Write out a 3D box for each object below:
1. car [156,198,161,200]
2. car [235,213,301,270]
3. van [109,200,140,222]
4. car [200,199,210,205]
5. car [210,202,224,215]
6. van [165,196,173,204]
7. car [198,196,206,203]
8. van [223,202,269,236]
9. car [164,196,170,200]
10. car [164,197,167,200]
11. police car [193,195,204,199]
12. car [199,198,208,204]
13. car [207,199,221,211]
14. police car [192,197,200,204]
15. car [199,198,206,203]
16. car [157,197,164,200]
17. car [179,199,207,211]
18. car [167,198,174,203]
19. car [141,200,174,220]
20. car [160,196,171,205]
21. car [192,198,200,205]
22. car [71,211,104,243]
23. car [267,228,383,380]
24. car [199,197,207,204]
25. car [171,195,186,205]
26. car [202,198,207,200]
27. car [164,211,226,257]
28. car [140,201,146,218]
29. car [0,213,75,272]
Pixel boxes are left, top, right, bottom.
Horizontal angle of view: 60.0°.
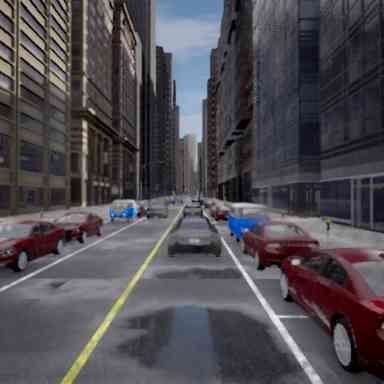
[{"bbox_3d":[-5.762,1.925,44.770,1.947,1.339,4.313,0,0,0],"label":"car"},{"bbox_3d":[2.766,1.635,11.169,1.887,1.381,4.507,0,0,0],"label":"car"},{"bbox_3d":[-5.760,1.566,27.967,1.690,1.788,3.998,0,0,0],"label":"van"},{"bbox_3d":[2.760,2.153,72.791,1.947,1.339,4.313,0,0,0],"label":"car"},{"bbox_3d":[2.764,1.769,27.976,1.887,1.381,4.507,0,0,0],"label":"car"},{"bbox_3d":[-5.765,2.023,83.982,1.690,1.788,3.998,0,0,0],"label":"van"},{"bbox_3d":[2.759,2.093,95.200,2.192,1.841,5.009,0,-1,0],"label":"car"},{"bbox_3d":[2.766,1.476,16.773,1.690,1.788,3.998,0,0,0],"label":"van"},{"bbox_3d":[-5.763,1.810,61.576,2.192,1.841,5.009,0,0,0],"label":"car"},{"bbox_3d":[-5.763,2.015,55.972,1.947,1.339,4.313,0,0,0],"label":"car"},{"bbox_3d":[0.855,1.966,67.148,1.930,1.638,5.238,0,0,0],"label":"police car"},{"bbox_3d":[2.760,2.185,78.392,2.008,1.369,4.403,0,0,0],"label":"car"},{"bbox_3d":[2.764,1.710,33.578,1.967,1.590,4.097,0,0,0],"label":"car"},{"bbox_3d":[0.894,2.100,83.150,1.930,1.638,5.238,0,0,0],"label":"police car"},{"bbox_3d":[2.759,2.312,89.596,1.802,1.307,4.206,0,0,0],"label":"car"},{"bbox_3d":[-5.762,1.845,50.372,1.967,1.590,4.097,0,0,0],"label":"car"},{"bbox_3d":[0.096,1.751,32.338,2.128,1.511,4.902,0,0,0],"label":"car"},{"bbox_3d":[-5.766,2.253,89.412,1.752,1.417,4.829,0,0,0],"label":"car"},{"bbox_3d":[-3.101,1.797,31.136,2.033,1.411,5.357,0,0,0],"label":"car"},{"bbox_3d":[-5.764,1.902,72.779,2.192,1.841,5.009,0,0,0],"label":"car"},{"bbox_3d":[0.836,2.128,77.040,1.837,1.490,4.892,0,0,0],"label":"car"},{"bbox_3d":[-5.760,1.680,16.762,1.887,1.381,4.507,0,0,0],"label":"car"},{"bbox_3d":[2.766,1.590,5.568,1.887,1.381,4.507,0,0,0],"label":"car"},{"bbox_3d":[2.759,2.122,83.996,1.967,1.590,4.097,0,0,0],"label":"car"},{"bbox_3d":[-3.005,1.780,72.239,2.150,2.045,5.566,0,0,0],"label":"car"},{"bbox_3d":[2.762,1.949,50.383,1.887,1.381,4.507,0,0,0],"label":"car"},{"bbox_3d":[0.094,1.673,13.489,1.994,1.385,4.181,0,0,0],"label":"car"},{"bbox_3d":[-5.762,1.852,33.566,1.802,1.307,4.206,0,0,0],"label":"car"},{"bbox_3d":[-5.759,1.635,11.160,1.887,1.381,4.507,0,0,0],"label":"car"}]
